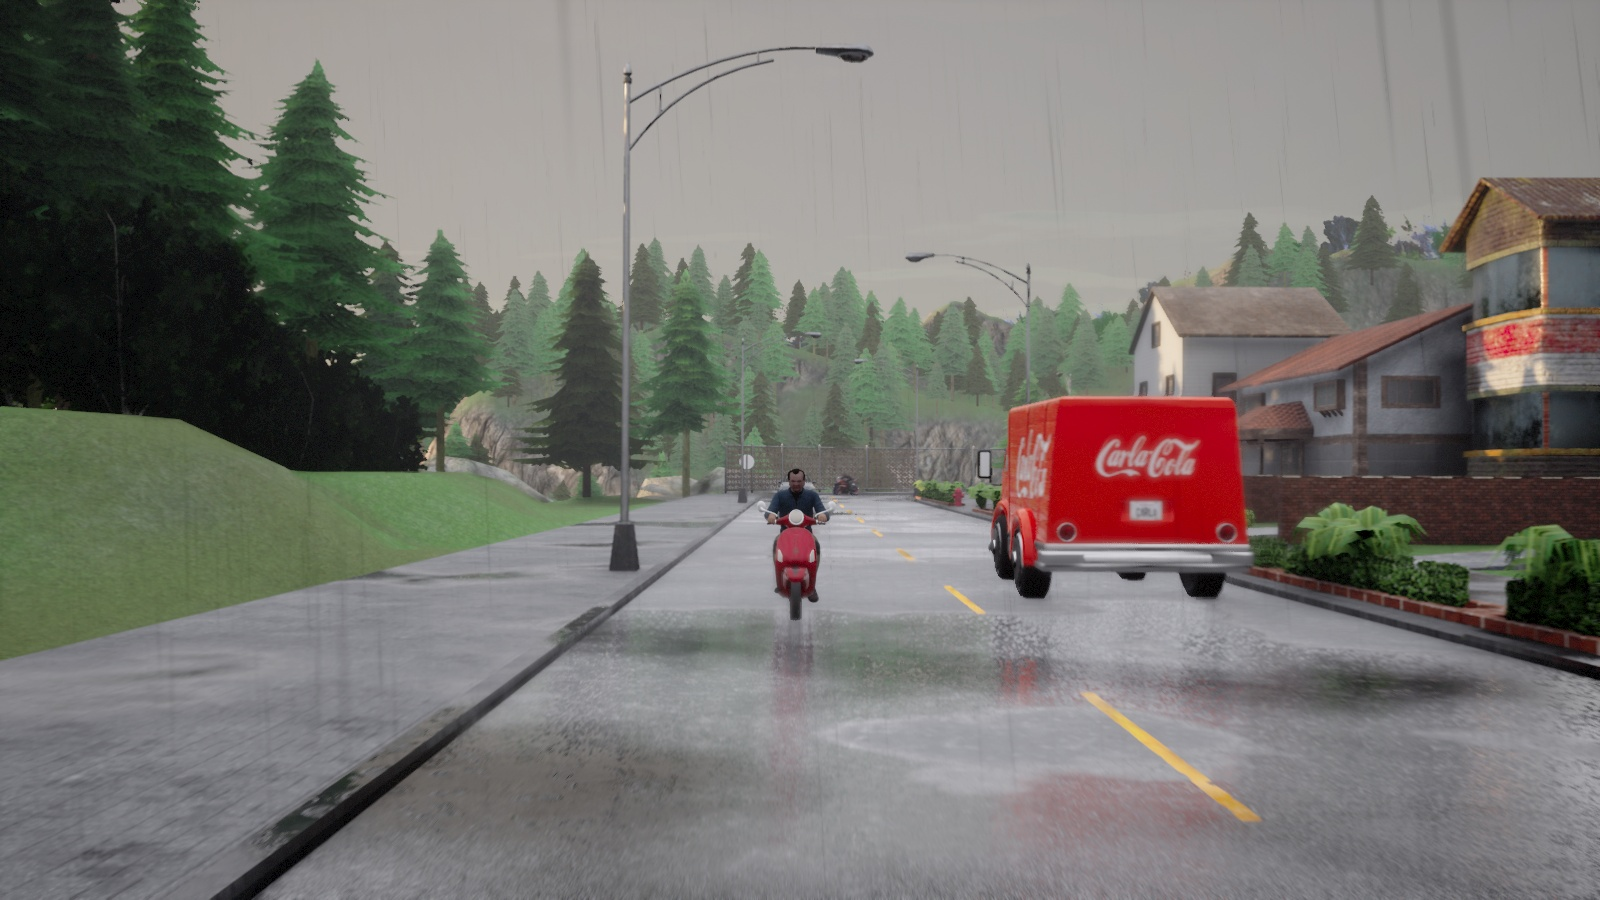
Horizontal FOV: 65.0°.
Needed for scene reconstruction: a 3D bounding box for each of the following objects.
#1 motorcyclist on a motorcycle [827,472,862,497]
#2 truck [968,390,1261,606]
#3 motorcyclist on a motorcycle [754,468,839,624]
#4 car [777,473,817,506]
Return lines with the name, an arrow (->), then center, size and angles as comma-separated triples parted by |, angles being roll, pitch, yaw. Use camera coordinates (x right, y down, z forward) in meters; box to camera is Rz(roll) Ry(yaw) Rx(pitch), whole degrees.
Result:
motorcyclist on a motorcycle -> 2.848, 2.176, 79.837 | 2.191, 1.530, 0.866 | 1, 0, -42
truck -> 3.957, 0.597, 17.021 | 2.627, 2.467, 5.204 | 0, -1, 0
motorcyclist on a motorcycle -> -0.034, 0.999, 13.792 | 0.866, 1.590, 1.817 | 0, -1, 0
car -> -0.141, 1.803, 58.170 | 1.816, 1.474, 4.193 | 0, -1, 0
